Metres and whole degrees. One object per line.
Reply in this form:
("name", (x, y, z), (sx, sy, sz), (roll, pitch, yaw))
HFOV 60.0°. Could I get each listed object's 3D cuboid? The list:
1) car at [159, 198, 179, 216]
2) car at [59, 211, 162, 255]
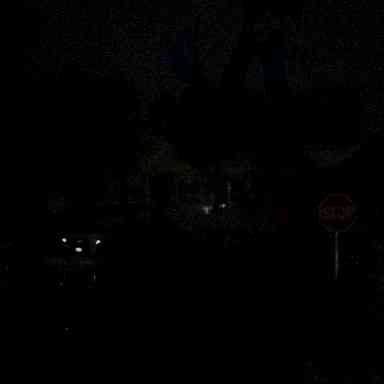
("car", (-2.795, 1.773, 40.628), (2.150, 2.045, 5.566), (0, -1, 0))
("car", (-3.341, 1.729, 14.463), (2.033, 1.411, 5.357), (0, -1, 16))
